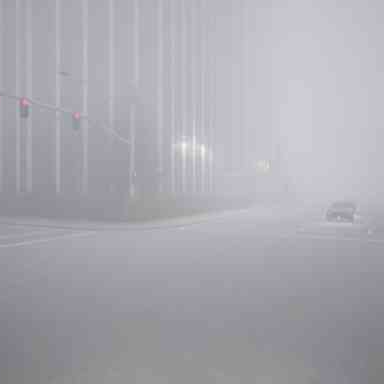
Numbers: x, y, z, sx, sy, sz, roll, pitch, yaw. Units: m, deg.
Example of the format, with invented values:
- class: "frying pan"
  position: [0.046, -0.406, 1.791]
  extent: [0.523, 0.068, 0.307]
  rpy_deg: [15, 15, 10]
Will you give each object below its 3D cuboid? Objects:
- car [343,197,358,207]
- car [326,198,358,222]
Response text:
- class: "car"
  position: [24.009, 1.476, 50.318]
  extent: [1.895, 1.301, 4.718]
  rpy_deg: [0, 0, 27]
- class: "car"
  position: [11.863, 1.482, 26.468]
  extent: [2.033, 1.411, 5.357]
  rpy_deg: [0, 0, 27]
